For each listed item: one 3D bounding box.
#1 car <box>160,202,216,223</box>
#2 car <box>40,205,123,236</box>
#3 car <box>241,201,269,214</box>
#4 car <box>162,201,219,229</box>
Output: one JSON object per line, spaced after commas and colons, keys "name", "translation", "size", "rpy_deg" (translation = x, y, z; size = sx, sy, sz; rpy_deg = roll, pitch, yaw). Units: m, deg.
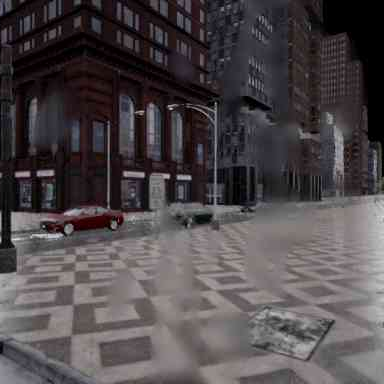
{"name": "car", "translation": [-0.205, 1.664, 28.071], "size": [2.033, 1.411, 5.357], "rpy_deg": [0, 0, 35]}
{"name": "car", "translation": [-6.307, 1.546, 19.479], "size": [1.882, 1.535, 5.008], "rpy_deg": [0, 0, 36]}
{"name": "car", "translation": [7.279, 1.740, 38.560], "size": [1.994, 1.385, 4.181], "rpy_deg": [0, 0, 36]}
{"name": "car", "translation": [0.017, 1.466, 22.917], "size": [2.097, 1.767, 4.553], "rpy_deg": [0, 0, 36]}
